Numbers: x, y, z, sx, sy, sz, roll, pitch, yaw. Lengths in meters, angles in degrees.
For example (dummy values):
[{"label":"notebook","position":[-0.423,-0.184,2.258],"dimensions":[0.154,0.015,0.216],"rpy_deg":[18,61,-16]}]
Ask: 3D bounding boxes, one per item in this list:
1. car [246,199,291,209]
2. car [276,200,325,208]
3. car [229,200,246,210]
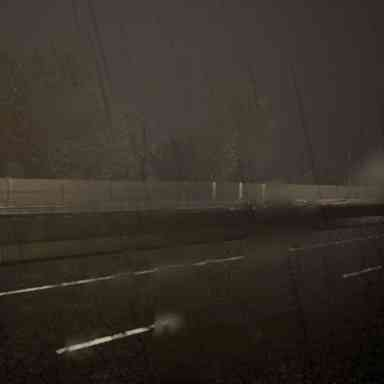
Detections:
[{"label":"car","position":[7.626,1.418,30.926],"dimensions":[4.553,1.767,2.097],"rpy_deg":[0,0,-35]},{"label":"car","position":[9.922,1.615,28.268],"dimensions":[5.357,1.411,2.033],"rpy_deg":[0,0,-35]},{"label":"car","position":[5.898,1.559,33.993],"dimensions":[4.902,1.511,2.128],"rpy_deg":[0,0,-35]}]
